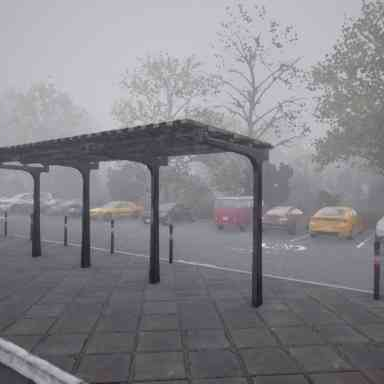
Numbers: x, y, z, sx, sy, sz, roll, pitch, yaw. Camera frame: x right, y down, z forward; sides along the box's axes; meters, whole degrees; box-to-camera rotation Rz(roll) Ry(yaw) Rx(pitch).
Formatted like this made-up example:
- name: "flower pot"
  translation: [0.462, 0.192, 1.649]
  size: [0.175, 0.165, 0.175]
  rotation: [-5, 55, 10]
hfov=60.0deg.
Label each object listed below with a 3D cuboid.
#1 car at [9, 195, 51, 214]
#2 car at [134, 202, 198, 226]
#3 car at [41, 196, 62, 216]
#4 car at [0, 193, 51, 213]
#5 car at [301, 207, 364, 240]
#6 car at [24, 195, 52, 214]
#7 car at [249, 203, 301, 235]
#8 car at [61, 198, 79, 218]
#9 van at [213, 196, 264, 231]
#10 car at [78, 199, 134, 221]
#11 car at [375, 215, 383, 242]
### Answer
- name: "car"
  translation: [-15.029, 1.362, 33.356]
  size: [2.097, 1.535, 5.008]
  rotation: [0, 0, 35]
- name: "car"
  translation: [-1.467, 1.475, 23.690]
  size: [2.163, 1.488, 4.792]
  rotation: [0, 0, 35]
- name: "car"
  translation: [-10.500, 1.391, 30.144]
  size: [2.231, 1.521, 4.892]
  rotation: [0, 0, 35]
- name: "car"
  translation: [-17.311, 1.097, 34.934]
  size: [2.435, 2.045, 5.566]
  rotation: [0, 0, 35]
- name: "car"
  translation: [7.602, 1.501, 17.285]
  size: [2.097, 1.535, 5.008]
  rotation: [0, 0, 35]
- name: "car"
  translation: [-12.765, 1.375, 31.750]
  size: [2.097, 1.535, 5.008]
  rotation: [0, 0, 35]
- name: "car"
  translation: [5.337, 1.527, 18.894]
  size: [2.002, 1.452, 4.674]
  rotation: [0, 0, 35]
- name: "car"
  translation: [-8.224, 1.433, 28.557]
  size: [2.163, 1.488, 4.792]
  rotation: [0, 0, 35]
- name: "van"
  translation: [3.145, 1.247, 20.596]
  size: [1.878, 1.987, 4.442]
  rotation: [0, 0, 35]
- name: "car"
  translation: [-6.085, 1.414, 26.775]
  size: [1.946, 1.575, 5.366]
  rotation: [0, 0, 35]
- name: "car"
  translation: [9.866, 1.556, 15.681]
  size: [2.002, 1.452, 4.674]
  rotation: [0, 0, 35]
